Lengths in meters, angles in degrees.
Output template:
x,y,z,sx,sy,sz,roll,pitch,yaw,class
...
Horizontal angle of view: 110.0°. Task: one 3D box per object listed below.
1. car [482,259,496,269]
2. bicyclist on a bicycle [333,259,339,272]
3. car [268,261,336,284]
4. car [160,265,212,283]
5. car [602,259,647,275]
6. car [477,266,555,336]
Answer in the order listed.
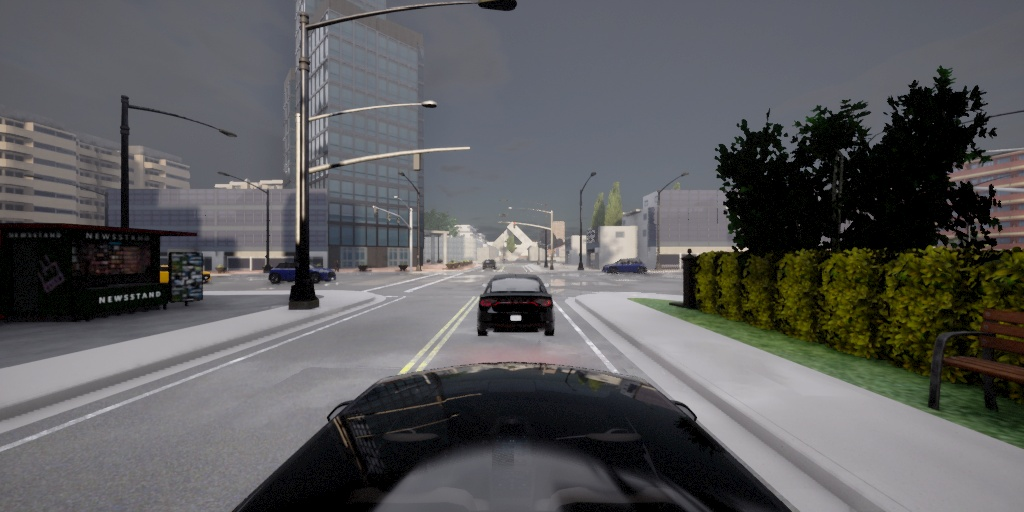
x,y,z,sx,sy,sz,roll,pitch,yaw,class
-3.380,1.227,54.216,1.882,1.535,5.008,0,0,0,car
-21.822,1.216,44.493,0.582,1.620,1.656,-1,0,0,bicyclist on a bicycle
-16.286,1.209,28.038,4.553,1.767,2.097,-1,0,0,car
-26.398,1.454,28.001,5.008,1.535,1.882,-1,0,0,car
12.106,1.096,38.875,4.553,1.767,2.097,0,0,0,car
0.110,1.228,10.434,1.882,1.535,5.008,0,0,1,car
